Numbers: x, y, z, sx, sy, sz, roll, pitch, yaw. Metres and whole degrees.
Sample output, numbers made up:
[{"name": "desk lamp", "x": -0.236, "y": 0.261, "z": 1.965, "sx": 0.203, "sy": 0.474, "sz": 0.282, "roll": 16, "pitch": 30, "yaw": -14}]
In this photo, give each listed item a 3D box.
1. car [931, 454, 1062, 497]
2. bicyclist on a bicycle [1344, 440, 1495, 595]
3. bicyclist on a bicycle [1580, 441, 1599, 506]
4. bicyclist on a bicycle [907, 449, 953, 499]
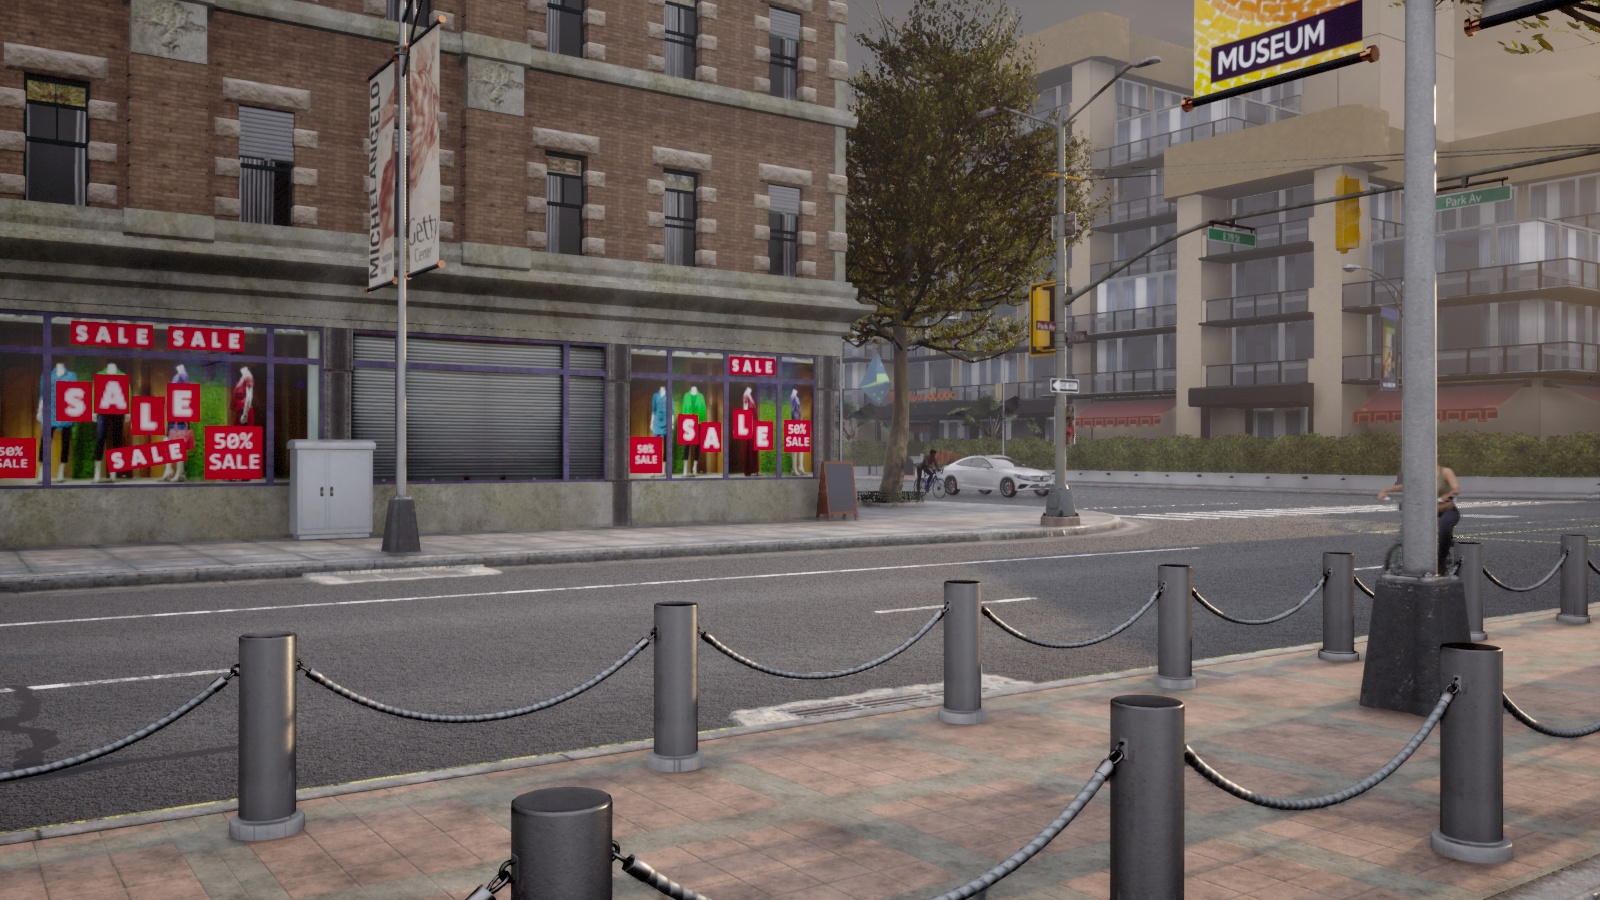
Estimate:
[{"name": "car", "x": 6.844, "y": 0.864, "z": 44.275, "sx": 1.812, "sy": 1.442, "sz": 4.674, "roll": 0, "pitch": 0, "yaw": -35}, {"name": "bicyclist on a bicycle", "x": 6.829, "y": 0.701, "z": 13.836, "sx": 1.509, "sy": 1.612, "sz": 0.866, "roll": 0, "pitch": 0, "yaw": -34}, {"name": "bicyclist on a bicycle", "x": 22.440, "y": 0.652, "z": 34.267, "sx": 0.659, "sy": 1.776, "sz": 1.843, "roll": 0, "pitch": 0, "yaw": -35}, {"name": "bicyclist on a bicycle", "x": 4.320, "y": 0.791, "z": 41.780, "sx": 0.582, "sy": 1.620, "sz": 1.656, "roll": 0, "pitch": 0, "yaw": -35}]
